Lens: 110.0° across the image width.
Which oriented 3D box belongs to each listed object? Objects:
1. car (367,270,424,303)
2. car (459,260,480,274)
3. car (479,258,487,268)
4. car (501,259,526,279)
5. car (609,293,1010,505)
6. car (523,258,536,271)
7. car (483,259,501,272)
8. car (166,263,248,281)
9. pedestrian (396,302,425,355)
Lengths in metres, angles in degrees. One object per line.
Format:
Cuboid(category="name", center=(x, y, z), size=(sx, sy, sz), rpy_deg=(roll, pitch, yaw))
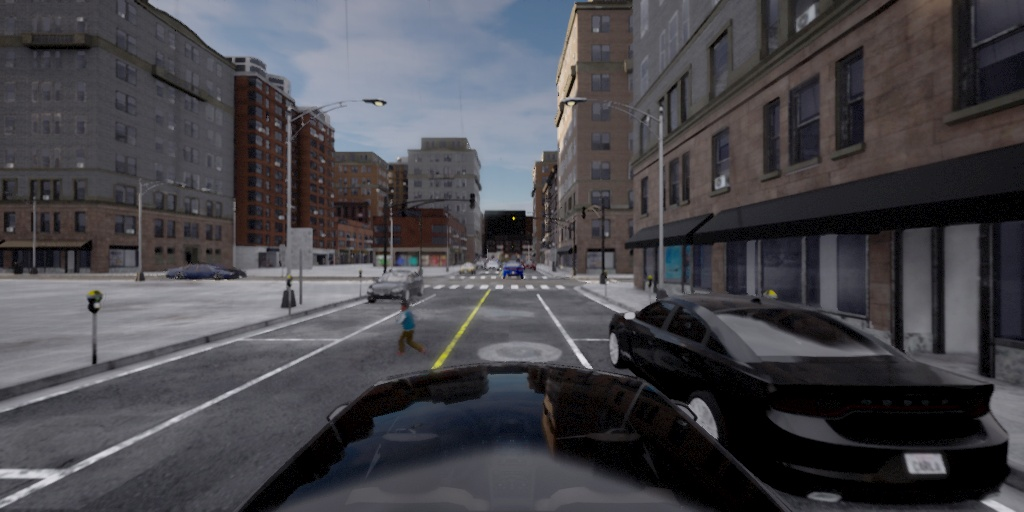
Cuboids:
Cuboid(category="car", center=(-5.376, 1.366, 16.990), size=(2.007, 1.370, 4.403), rpy_deg=(0, 0, 0))
Cuboid(category="car", center=(-5.354, 1.458, 43.665), size=(1.751, 1.417, 4.829), rpy_deg=(0, 0, 0))
Cuboid(category="car", center=(-5.340, 1.558, 60.821), size=(2.007, 1.370, 4.403), rpy_deg=(0, 0, 0))
Cuboid(category="car", center=(0.124, 1.373, 35.339), size=(1.882, 1.535, 5.008), rpy_deg=(0, 0, 0))
Cuboid(category="car", center=(2.752, 1.242, 4.862), size=(1.882, 1.535, 5.008), rpy_deg=(0, 0, 0))
Cuboid(category="car", center=(2.680, 1.423, 55.152), size=(1.967, 1.591, 4.097), rpy_deg=(0, 0, 0))
Cuboid(category="car", center=(-2.791, 1.494, 51.759), size=(1.812, 1.442, 4.674), rpy_deg=(0, 0, 0))
Cuboid(category="car", center=(-24.347, 1.300, 28.654), size=(5.357, 1.411, 2.033), rpy_deg=(0, 0, 0))
Cuboid(category="pedestrian", center=(-2.072, 1.447, 7.191), size=(0.500, 1.100, 0.500), rpy_deg=(0, 0, -8))
